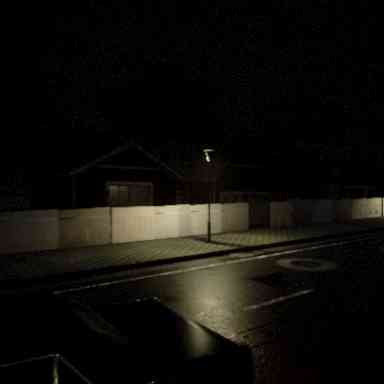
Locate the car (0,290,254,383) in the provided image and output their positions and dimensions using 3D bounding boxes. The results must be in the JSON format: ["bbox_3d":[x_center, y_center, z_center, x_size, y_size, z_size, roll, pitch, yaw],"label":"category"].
[{"bbox_3d":[-1.864,1.602,2.340,4.718,1.301,1.895,0,0,-35],"label":"car"}]
